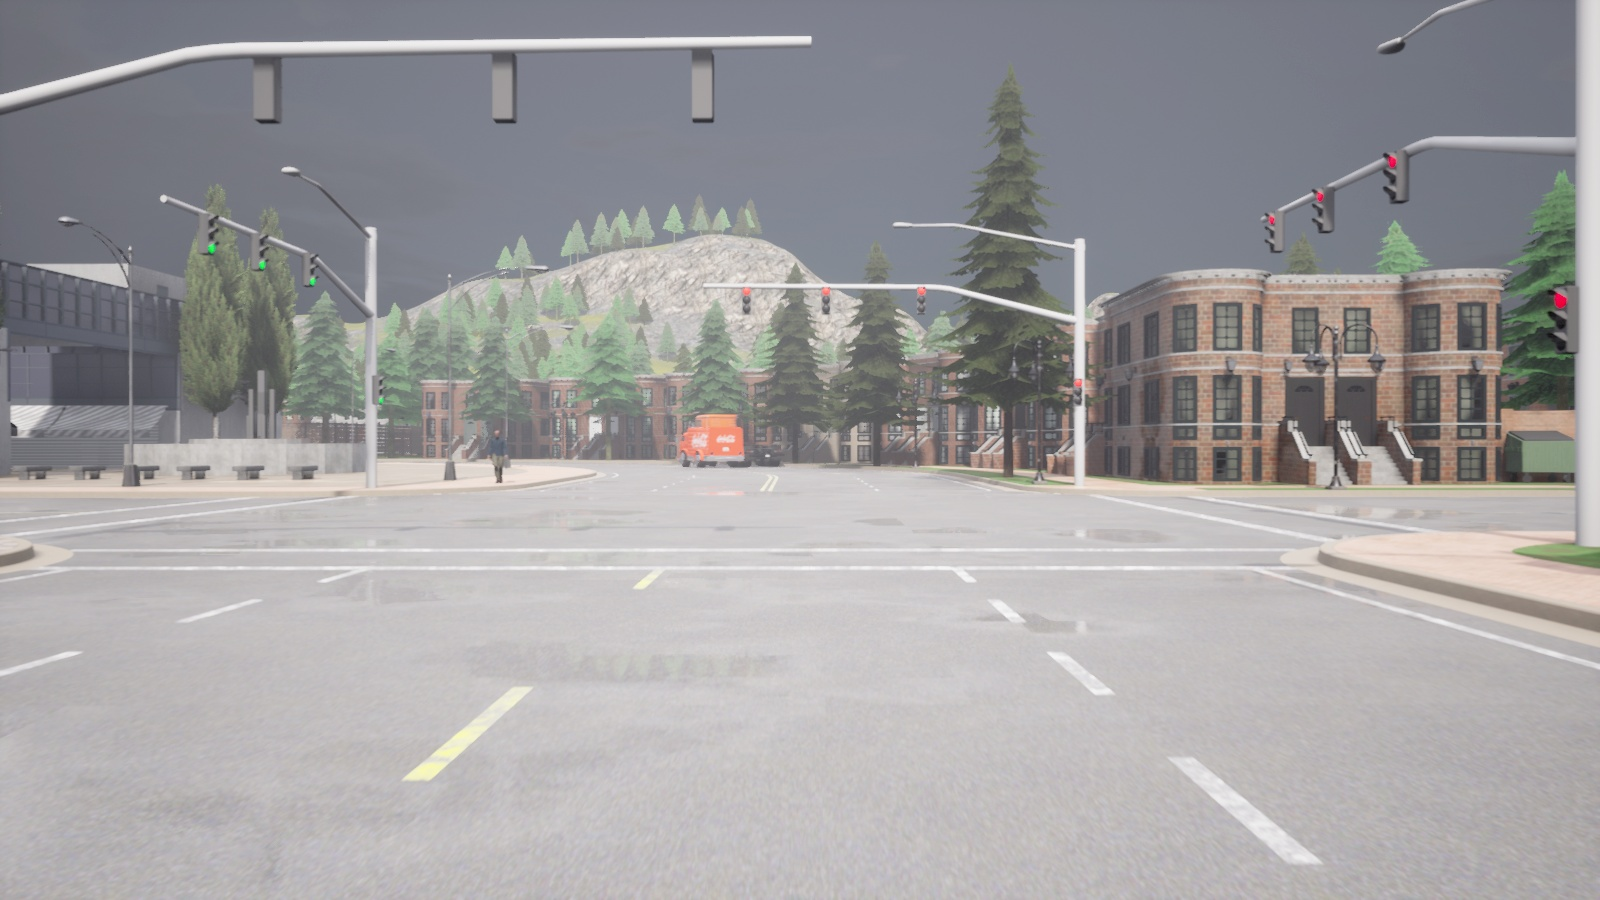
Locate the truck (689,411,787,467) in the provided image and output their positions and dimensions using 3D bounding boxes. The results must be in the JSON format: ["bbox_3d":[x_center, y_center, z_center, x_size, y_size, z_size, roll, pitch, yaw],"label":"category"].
[{"bbox_3d":[-4.073,-0.692,80.476,2.891,3.462,7.936,0,0,-31],"label":"truck"}]

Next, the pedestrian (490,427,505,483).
[{"bbox_3d":[-9.980,0.164,41.421,0.402,1.842,0.726,0,0,-6],"label":"pedestrian"}]

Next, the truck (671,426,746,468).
[{"bbox_3d":[-5.619,-0.175,76.247,2.627,2.467,5.204,0,0,-28],"label":"truck"}]
